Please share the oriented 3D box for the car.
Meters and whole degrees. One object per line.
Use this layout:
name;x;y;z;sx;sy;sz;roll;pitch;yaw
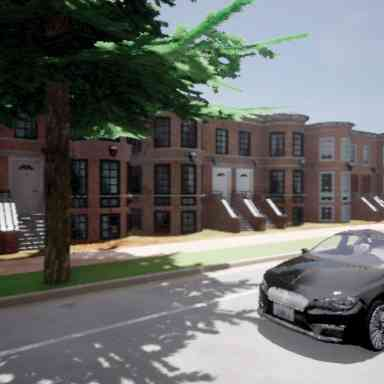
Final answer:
car;3.364;1.489;6.221;4.902;1.511;2.128;0;0;-34
